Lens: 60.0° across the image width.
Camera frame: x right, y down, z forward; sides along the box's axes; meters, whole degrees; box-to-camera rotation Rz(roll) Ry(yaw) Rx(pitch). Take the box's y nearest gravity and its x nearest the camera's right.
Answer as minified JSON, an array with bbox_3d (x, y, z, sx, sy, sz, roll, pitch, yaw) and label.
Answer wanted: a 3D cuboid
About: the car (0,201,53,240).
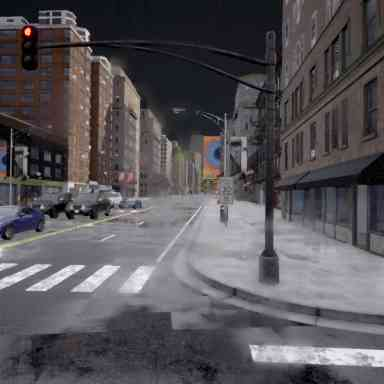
[{"bbox_3d":[-8.964,1.413,16.460,1.812,1.442,4.674,1,0,2],"label":"car"}]

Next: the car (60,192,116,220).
[{"bbox_3d":[-8.290,1.092,27.188,2.150,2.045,5.566,1,0,4],"label":"car"}]

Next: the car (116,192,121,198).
[{"bbox_3d":[-10.548,1.041,42.627,2.150,2.045,5.566,1,0,3],"label":"car"}]

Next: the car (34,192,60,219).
[{"bbox_3d":[-11.513,1.055,27.590,2.150,2.045,5.566,1,0,4],"label":"car"}]

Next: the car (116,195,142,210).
[{"bbox_3d":[-7.409,1.379,40.805,1.812,1.442,4.674,1,0,4],"label":"car"}]
